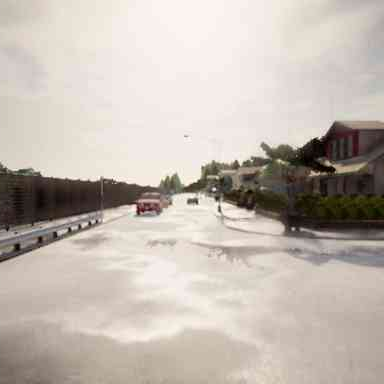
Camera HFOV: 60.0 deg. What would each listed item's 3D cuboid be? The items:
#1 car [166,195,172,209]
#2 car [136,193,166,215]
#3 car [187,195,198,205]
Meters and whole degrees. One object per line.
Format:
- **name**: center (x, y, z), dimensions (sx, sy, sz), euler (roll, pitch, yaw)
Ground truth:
- **car**: center (-4.073, 1.209, 42.622), dimensions (2.097, 1.767, 4.553), euler (0, 0, 0)
- **car**: center (-4.077, 1.111, 32.781), dimensions (2.150, 2.045, 5.566), euler (0, 0, 0)
- **car**: center (0.117, 1.305, 55.705), dimensions (2.128, 1.511, 4.902), euler (0, 0, 0)
